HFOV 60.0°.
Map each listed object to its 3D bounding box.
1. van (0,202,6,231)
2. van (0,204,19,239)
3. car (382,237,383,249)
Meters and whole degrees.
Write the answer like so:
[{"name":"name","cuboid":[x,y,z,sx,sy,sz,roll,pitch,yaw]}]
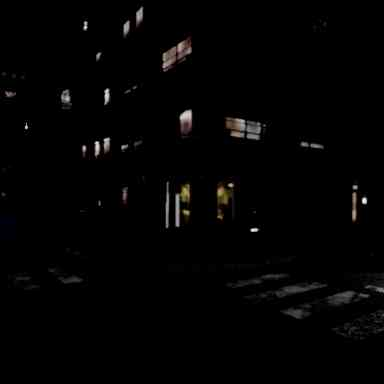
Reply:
[{"name":"van","cuboid":[-13.627,1.608,22.175,1.690,1.788,3.998,-1,0,-36]},{"name":"van","cuboid":[-10.367,1.545,17.697,1.690,1.788,3.998,-1,0,-36]},{"name":"car","cuboid":[9.190,1.703,13.121,4.403,1.369,2.008,1,0,-36]}]
